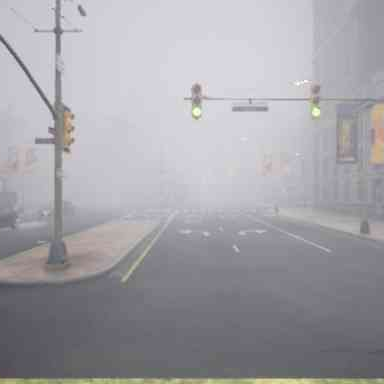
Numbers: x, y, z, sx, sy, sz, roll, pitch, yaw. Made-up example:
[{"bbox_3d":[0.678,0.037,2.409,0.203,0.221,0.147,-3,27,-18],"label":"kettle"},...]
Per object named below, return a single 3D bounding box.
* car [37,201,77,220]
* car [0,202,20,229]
[{"bbox_3d":[-11.538,1.510,28.741,2.128,1.511,4.902,0,0,0],"label":"car"},{"bbox_3d":[-11.583,1.364,18.448,2.097,1.767,4.553,0,0,0],"label":"car"}]
